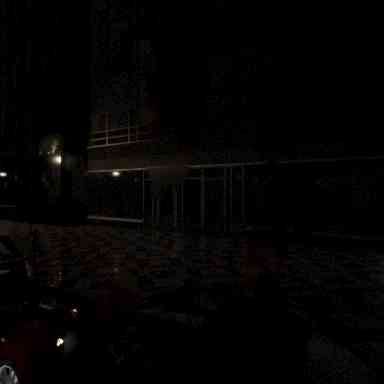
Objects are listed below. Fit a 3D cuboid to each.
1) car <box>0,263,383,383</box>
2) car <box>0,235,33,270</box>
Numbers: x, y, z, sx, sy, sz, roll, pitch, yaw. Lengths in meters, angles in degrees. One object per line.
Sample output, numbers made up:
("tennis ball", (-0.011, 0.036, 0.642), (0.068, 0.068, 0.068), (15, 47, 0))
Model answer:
("car", (-0.176, 1.582, 3.081), (4.206, 1.307, 1.802), (0, 0, 35))
("car", (-4.770, 1.440, 6.346), (4.097, 1.590, 1.967), (0, 0, 35))
